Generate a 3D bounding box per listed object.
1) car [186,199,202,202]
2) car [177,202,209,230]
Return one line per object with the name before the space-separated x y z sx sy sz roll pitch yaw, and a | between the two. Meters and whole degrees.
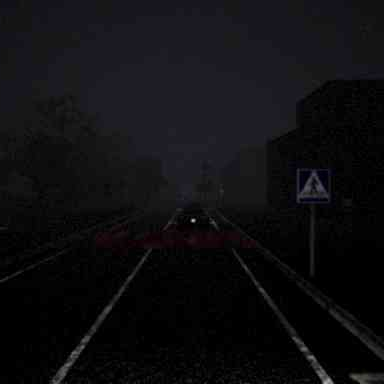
car | 0.229 1.486 38.523 1.812 1.442 4.674 0 0 2
car | 0.072 1.591 21.318 1.994 1.385 4.181 0 1 0
